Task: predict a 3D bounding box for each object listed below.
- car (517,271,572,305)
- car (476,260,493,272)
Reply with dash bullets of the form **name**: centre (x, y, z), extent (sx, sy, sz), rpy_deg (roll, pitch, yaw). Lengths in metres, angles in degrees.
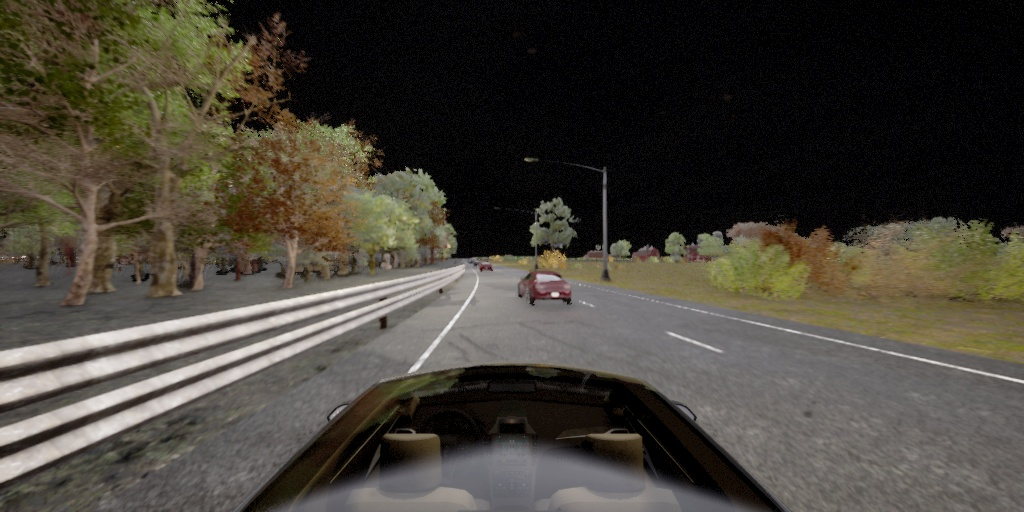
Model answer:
- **car**: centre (1.425, 1.400, 16.705), extent (1.812, 1.442, 4.674), rpy_deg (0, 0, -8)
- **car**: centre (-4.152, 1.623, 56.570), extent (1.882, 1.535, 5.008), rpy_deg (0, 0, -8)
